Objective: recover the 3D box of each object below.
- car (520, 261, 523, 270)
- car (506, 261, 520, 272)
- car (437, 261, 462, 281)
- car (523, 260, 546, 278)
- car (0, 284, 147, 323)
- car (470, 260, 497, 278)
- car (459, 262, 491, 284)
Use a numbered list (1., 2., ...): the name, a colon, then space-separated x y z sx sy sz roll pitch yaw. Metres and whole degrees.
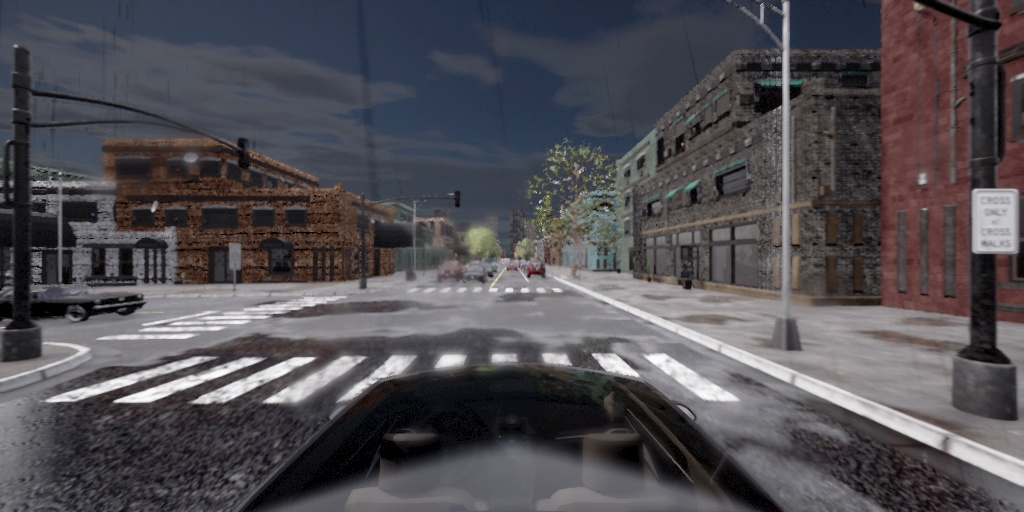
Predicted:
1. car: 2.643 1.862 56.288 2.007 1.370 4.403 0 0 0
2. car: 0.046 1.886 61.149 1.812 1.442 4.674 0 -1 0
3. car: -5.717 1.398 34.105 2.192 1.841 5.009 0 0 0
4. car: 2.658 1.455 39.657 2.192 1.841 5.009 0 0 0
5. car: -16.547 1.696 13.150 4.718 1.301 1.895 -1 0 -1
6. car: -3.135 1.497 40.072 2.097 1.767 4.553 0 -1 0
7. car: -3.128 1.557 31.074 1.837 1.490 4.892 0 -1 0
